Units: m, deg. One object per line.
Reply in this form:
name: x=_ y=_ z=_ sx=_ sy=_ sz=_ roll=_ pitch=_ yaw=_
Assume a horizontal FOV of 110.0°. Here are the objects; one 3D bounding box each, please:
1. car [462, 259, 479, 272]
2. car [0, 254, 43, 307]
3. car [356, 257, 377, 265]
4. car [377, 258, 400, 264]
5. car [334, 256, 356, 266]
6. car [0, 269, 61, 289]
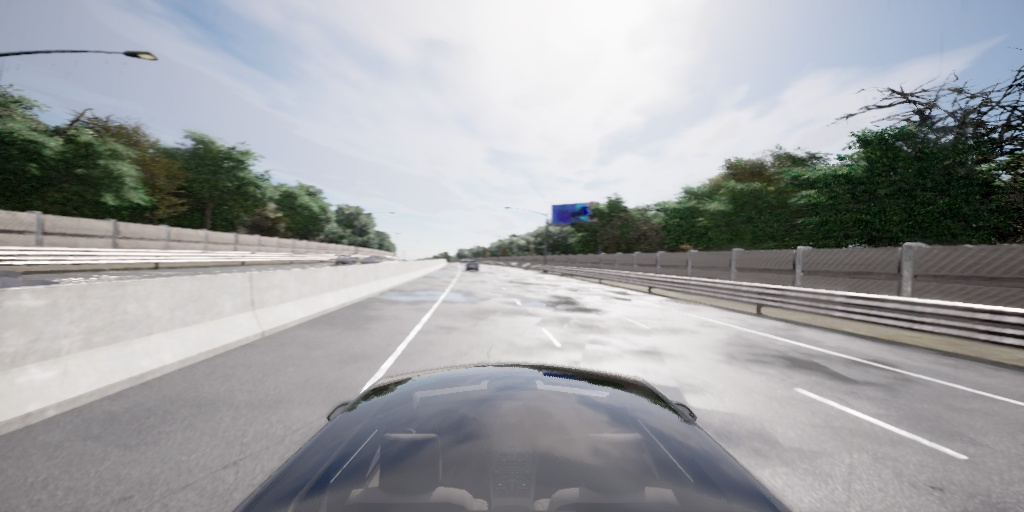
car: x=-5.885 y=1.419 z=52.909 sx=2.033 sy=1.649 sz=4.856 roll=3 pitch=-1 yaw=-7
car: x=-14.739 y=0.643 z=7.911 sx=2.033 sy=1.411 sz=5.357 roll=3 pitch=0 yaw=-6
car: x=-19.712 y=0.812 z=49.997 sx=1.994 sy=1.385 sz=4.181 roll=3 pitch=-1 yaw=-7
car: x=-15.770 y=0.931 z=46.904 sx=1.812 sy=1.442 sz=4.674 roll=3 pitch=-1 yaw=-7
car: x=-23.268 y=0.643 z=50.322 sx=1.994 sy=1.385 sz=4.181 roll=3 pitch=-1 yaw=-7
car: x=-11.020 y=0.805 z=5.856 sx=2.033 sy=1.411 sz=5.357 roll=3 pitch=0 yaw=-6
